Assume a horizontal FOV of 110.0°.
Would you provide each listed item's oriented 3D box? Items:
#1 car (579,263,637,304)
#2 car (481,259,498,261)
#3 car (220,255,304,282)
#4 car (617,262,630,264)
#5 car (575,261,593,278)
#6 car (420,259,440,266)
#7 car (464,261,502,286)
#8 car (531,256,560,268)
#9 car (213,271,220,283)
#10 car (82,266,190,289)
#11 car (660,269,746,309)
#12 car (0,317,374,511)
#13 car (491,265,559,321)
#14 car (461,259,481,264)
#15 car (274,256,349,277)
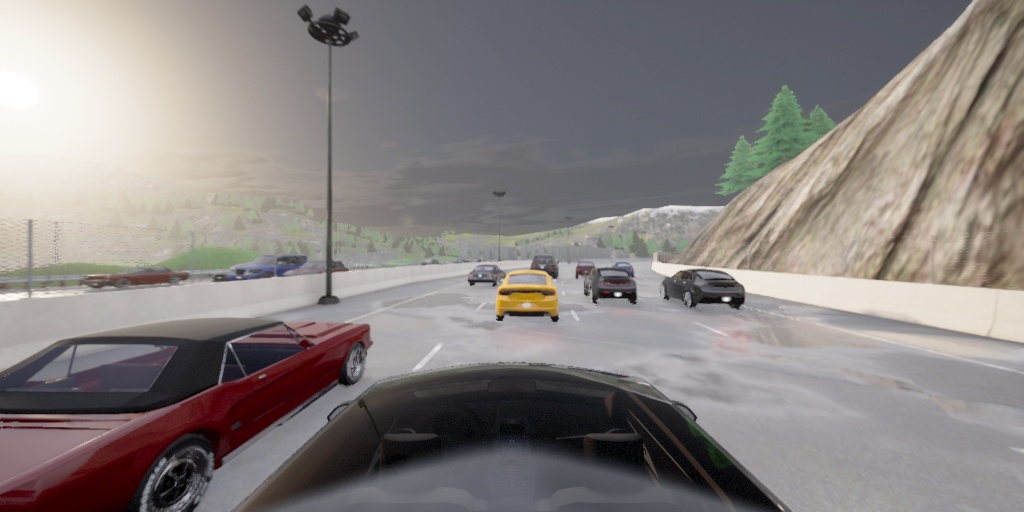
[{"bbox_3d":[4.426,1.271,16.631,1.837,1.490,4.892,0,0,5],"label":"car"},{"bbox_3d":[-3.131,1.240,63.183,1.882,1.535,5.008,0,0,20],"label":"car"},{"bbox_3d":[-16.057,0.940,24.263,2.150,2.045,5.566,0,0,7],"label":"car"},{"bbox_3d":[10.800,1.312,35.031,1.812,1.442,4.674,0,0,12],"label":"car"},{"bbox_3d":[7.089,1.255,34.372,1.882,1.535,5.008,0,0,11],"label":"car"},{"bbox_3d":[-14.371,1.261,62.808,1.812,1.442,4.674,0,0,19],"label":"car"},{"bbox_3d":[-1.657,1.301,25.070,2.033,1.411,5.357,0,0,8],"label":"car"},{"bbox_3d":[2.882,0.988,31.131,2.150,2.045,5.566,0,0,10],"label":"car"},{"bbox_3d":[-19.278,1.216,26.439,1.837,1.490,4.892,0,0,8],"label":"car"},{"bbox_3d":[-23.313,1.301,22.491,1.895,1.301,4.718,0,0,7],"label":"car"},{"bbox_3d":[7.797,1.278,15.117,1.837,1.490,4.892,0,0,5],"label":"car"},{"bbox_3d":[-3.315,1.344,4.013,1.895,1.301,4.718,0,0,1],"label":"car"},{"bbox_3d":[0.578,1.232,12.580,1.882,1.535,5.008,0,0,4],"label":"car"},{"bbox_3d":[-6.612,1.232,63.843,1.882,1.535,5.008,0,0,20],"label":"car"},{"bbox_3d":[-12.615,1.079,23.327,2.097,1.767,4.553,0,0,7],"label":"car"}]
